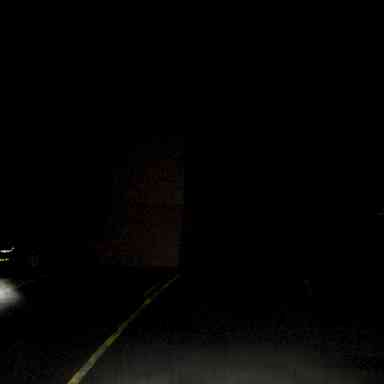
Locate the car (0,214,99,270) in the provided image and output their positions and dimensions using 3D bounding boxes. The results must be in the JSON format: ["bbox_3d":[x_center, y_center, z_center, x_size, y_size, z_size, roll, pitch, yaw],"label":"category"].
[{"bbox_3d":[-5.130,1.580,11.491,1.837,1.490,4.892,-1,-1,18],"label":"car"}]

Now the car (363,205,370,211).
[{"bbox_3d":[20.226,1.912,42.351,4.718,1.301,1.895,0,0,-24],"label":"car"}]

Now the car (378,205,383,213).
[{"bbox_3d":[24.734,1.866,40.395,4.181,1.385,1.994,0,0,-22],"label":"car"}]
